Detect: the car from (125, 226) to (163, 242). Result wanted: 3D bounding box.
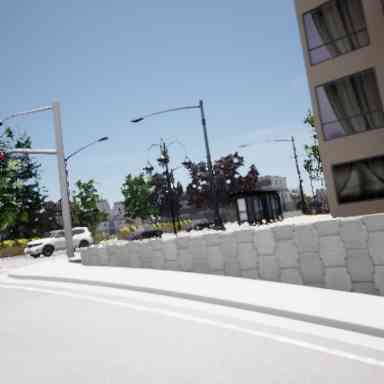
[{"bbox_3d":[-5.182,4.499,36.318,1.812,1.442,4.674,-12,-7,36],"label":"car"}]

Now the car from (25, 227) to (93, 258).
[{"bbox_3d":[-11.167,4.223,28.258,2.150,2.045,5.566,-12,-7,36],"label":"car"}]

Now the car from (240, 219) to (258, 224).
[{"bbox_3d":[8.485,3.822,48.807,2.128,1.511,4.902,-12,-7,36],"label":"car"}]

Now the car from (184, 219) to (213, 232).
[{"bbox_3d":[0.906,4.452,44.591,1.837,1.490,4.892,-12,-7,36],"label":"car"}]
